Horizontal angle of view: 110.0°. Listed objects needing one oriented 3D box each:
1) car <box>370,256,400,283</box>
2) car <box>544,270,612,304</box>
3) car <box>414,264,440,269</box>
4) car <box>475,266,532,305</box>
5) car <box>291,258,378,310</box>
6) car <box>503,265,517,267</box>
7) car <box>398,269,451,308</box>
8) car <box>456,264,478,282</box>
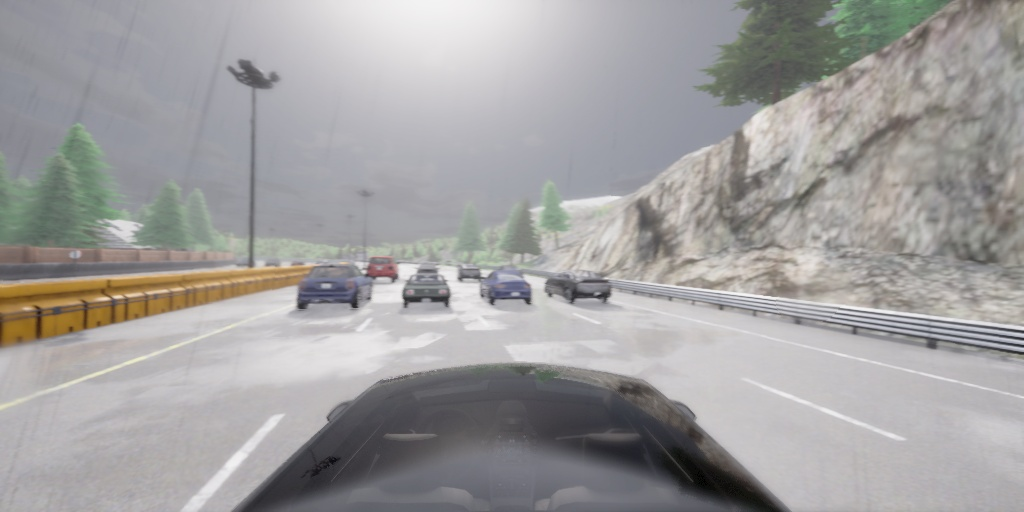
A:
[{"bbox_3d":[-10.530,1.042,29.428,2.150,2.045,5.566,1,0,-13],"label":"car"},{"bbox_3d":[3.051,1.401,17.487,2.128,1.511,4.902,1,0,-13],"label":"car"},{"bbox_3d":[-7.199,1.384,30.523,1.837,1.490,4.892,1,0,-13],"label":"car"},{"bbox_3d":[-0.375,1.385,16.768,1.812,1.442,4.674,1,0,-13],"label":"car"},{"bbox_3d":[-7.123,1.109,14.888,2.097,1.767,4.553,1,-1,-13],"label":"car"},{"bbox_3d":[-0.307,1.522,31.796,2.033,1.411,5.357,1,0,-13],"label":"car"},{"bbox_3d":[-3.725,1.409,15.708,1.895,1.301,4.718,1,0,-13],"label":"car"},{"bbox_3d":[-3.783,1.418,31.288,2.128,1.511,4.902,1,0,-13],"label":"car"}]
